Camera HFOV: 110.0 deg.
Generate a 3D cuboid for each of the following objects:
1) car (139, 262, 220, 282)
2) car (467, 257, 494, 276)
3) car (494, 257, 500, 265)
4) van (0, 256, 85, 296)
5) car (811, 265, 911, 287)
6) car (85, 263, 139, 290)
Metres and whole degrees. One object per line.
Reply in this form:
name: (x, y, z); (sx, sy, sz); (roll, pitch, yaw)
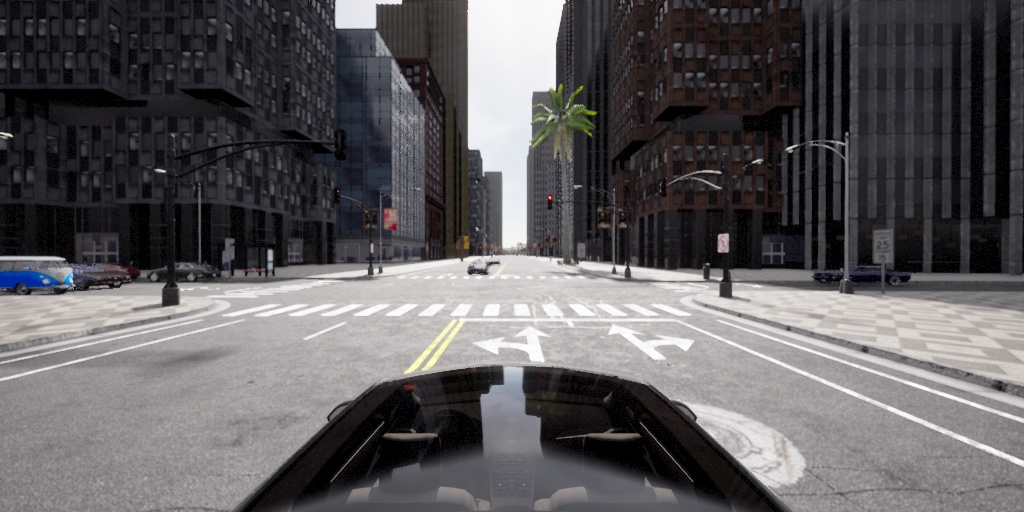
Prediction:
car: (-23.451, 1.116, 25.631); (4.403, 1.370, 2.007); (0, 0, 0)
car: (-3.092, 1.077, 34.125); (2.033, 1.411, 5.357); (0, 1, 0)
car: (-2.951, 0.865, 61.004); (2.033, 1.411, 5.357); (0, 1, 0)
van: (-23.491, 0.945, 17.106); (3.998, 1.789, 1.690); (0, 0, 0)
car: (21.917, 1.226, 22.668); (4.718, 1.301, 1.895); (0, 0, 1)
car: (-24.432, 1.138, 19.769); (5.357, 1.411, 2.033); (0, 0, 0)
